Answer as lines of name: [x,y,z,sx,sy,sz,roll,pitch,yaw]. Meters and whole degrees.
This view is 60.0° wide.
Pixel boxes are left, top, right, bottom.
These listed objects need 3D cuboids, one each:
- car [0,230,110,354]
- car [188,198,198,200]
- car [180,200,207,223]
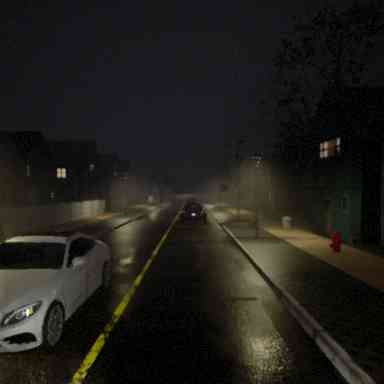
car: [-2.848,1.524,6.309,1.812,1.442,4.674,0,0,0]
car: [0.115,1.515,41.607,1.812,1.442,4.674,0,0,0]
car: [0.109,1.557,25.422,1.994,1.385,4.181,0,0,0]
